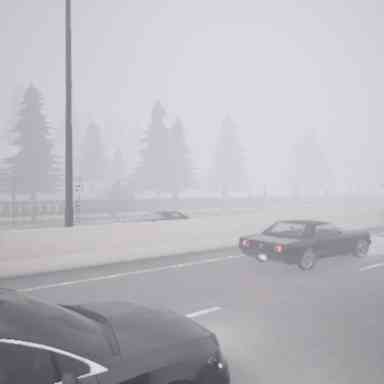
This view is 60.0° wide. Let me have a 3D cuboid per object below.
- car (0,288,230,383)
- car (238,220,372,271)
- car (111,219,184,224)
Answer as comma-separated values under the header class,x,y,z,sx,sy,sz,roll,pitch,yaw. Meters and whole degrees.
class,x,y,z,sx,sy,sz,roll,pitch,yaw
car,-1.893,1.506,2.397,4.892,1.490,1.837,0,0,-36
car,3.828,1.559,10.777,4.718,1.301,1.895,0,0,-36
car,-1.650,1.565,15.699,4.718,1.301,1.895,0,0,-35
